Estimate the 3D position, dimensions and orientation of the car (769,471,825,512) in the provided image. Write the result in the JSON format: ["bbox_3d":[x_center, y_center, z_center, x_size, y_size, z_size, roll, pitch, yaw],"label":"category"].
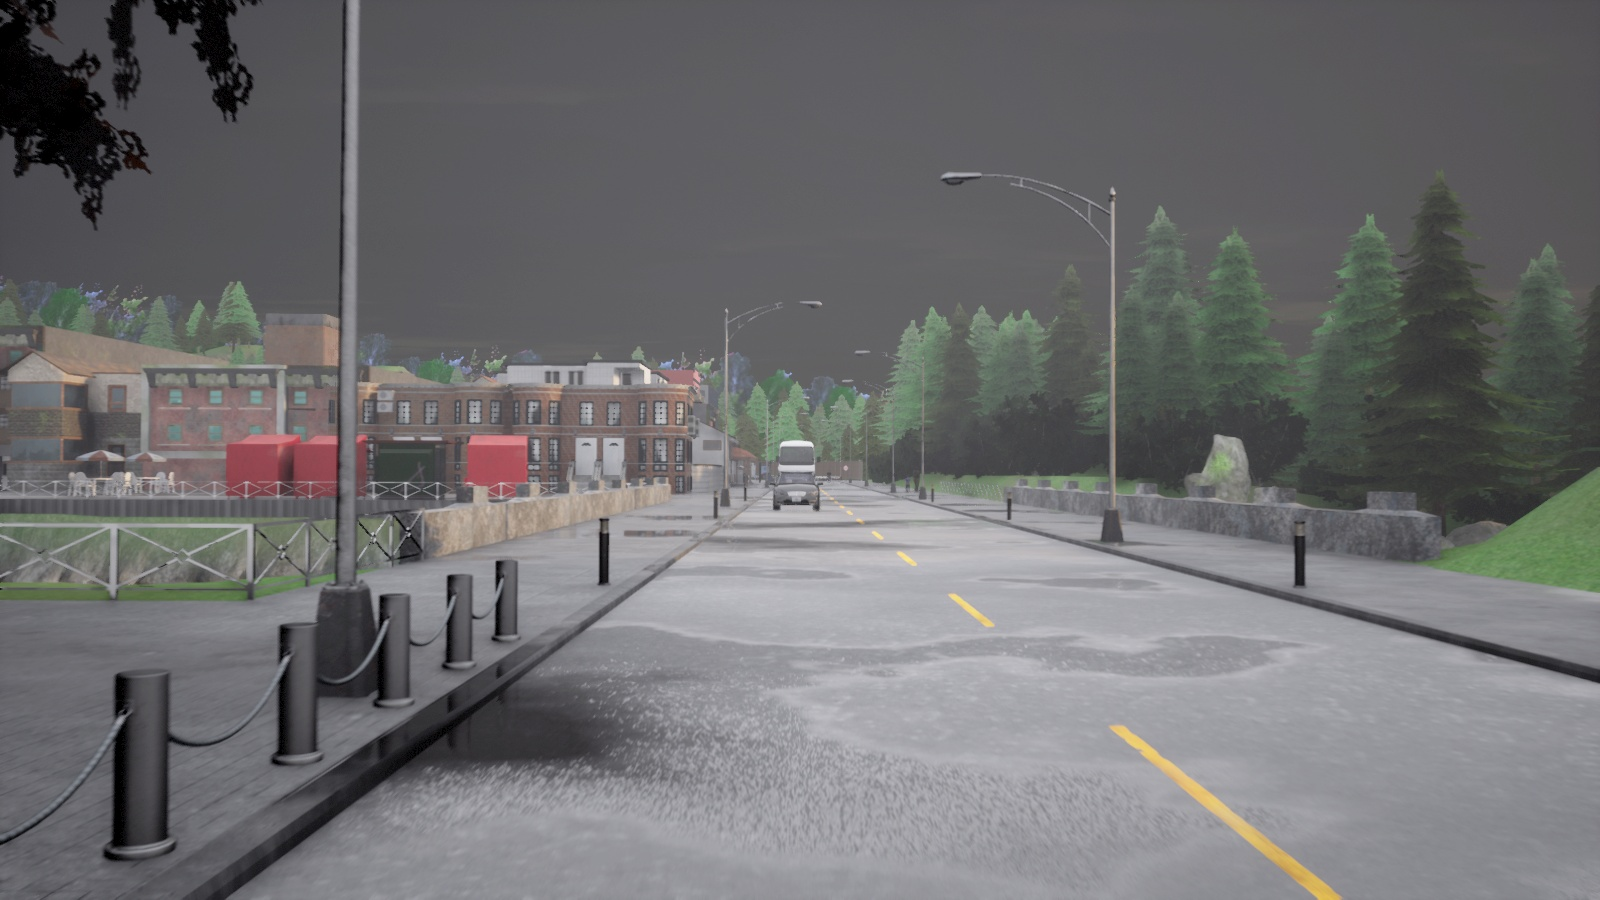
[{"bbox_3d":[-0.121,1.604,49.767,2.128,1.511,4.902,0,-1,0],"label":"car"}]
